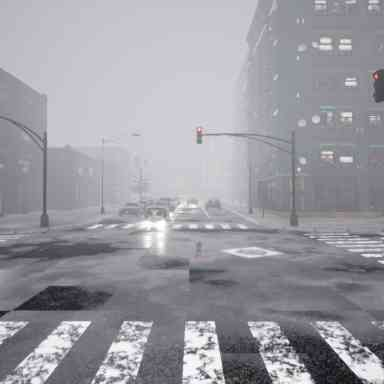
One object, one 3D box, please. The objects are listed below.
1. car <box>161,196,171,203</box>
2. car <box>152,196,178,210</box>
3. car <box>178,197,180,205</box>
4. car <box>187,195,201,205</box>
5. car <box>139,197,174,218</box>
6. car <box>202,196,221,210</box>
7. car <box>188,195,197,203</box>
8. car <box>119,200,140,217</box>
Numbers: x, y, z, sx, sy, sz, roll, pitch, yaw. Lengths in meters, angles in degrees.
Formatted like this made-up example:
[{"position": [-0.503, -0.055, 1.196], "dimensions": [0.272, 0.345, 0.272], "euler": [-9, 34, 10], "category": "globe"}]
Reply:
[{"position": [-5.637, 1.600, 71.525], "dimensions": [1.802, 1.307, 4.206], "euler": [1, 0, 0], "category": "car"}, {"position": [-3.074, 1.361, 38.889], "dimensions": [2.097, 1.767, 4.553], "euler": [0, 0, 0], "category": "car"}, {"position": [-3.065, 1.537, 47.884], "dimensions": [1.812, 1.442, 4.674], "euler": [0, 0, 0], "category": "car"}, {"position": [0.129, 1.579, 59.974], "dimensions": [1.994, 1.385, 4.181], "euler": [0, 0, 0], "category": "car"}, {"position": [-3.081, 1.499, 29.870], "dimensions": [2.128, 1.511, 4.902], "euler": [0, 0, 0], "category": "car"}, {"position": [2.730, 1.450, 43.148], "dimensions": [1.967, 1.590, 4.097], "euler": [1, 0, 0], "category": "car"}, {"position": [0.119, 1.495, 69.940], "dimensions": [1.882, 1.535, 5.008], "euler": [0, 0, 0], "category": "car"}, {"position": [-5.735, 1.552, 31.723], "dimensions": [1.887, 1.381, 4.507], "euler": [1, 0, 0], "category": "car"}]
